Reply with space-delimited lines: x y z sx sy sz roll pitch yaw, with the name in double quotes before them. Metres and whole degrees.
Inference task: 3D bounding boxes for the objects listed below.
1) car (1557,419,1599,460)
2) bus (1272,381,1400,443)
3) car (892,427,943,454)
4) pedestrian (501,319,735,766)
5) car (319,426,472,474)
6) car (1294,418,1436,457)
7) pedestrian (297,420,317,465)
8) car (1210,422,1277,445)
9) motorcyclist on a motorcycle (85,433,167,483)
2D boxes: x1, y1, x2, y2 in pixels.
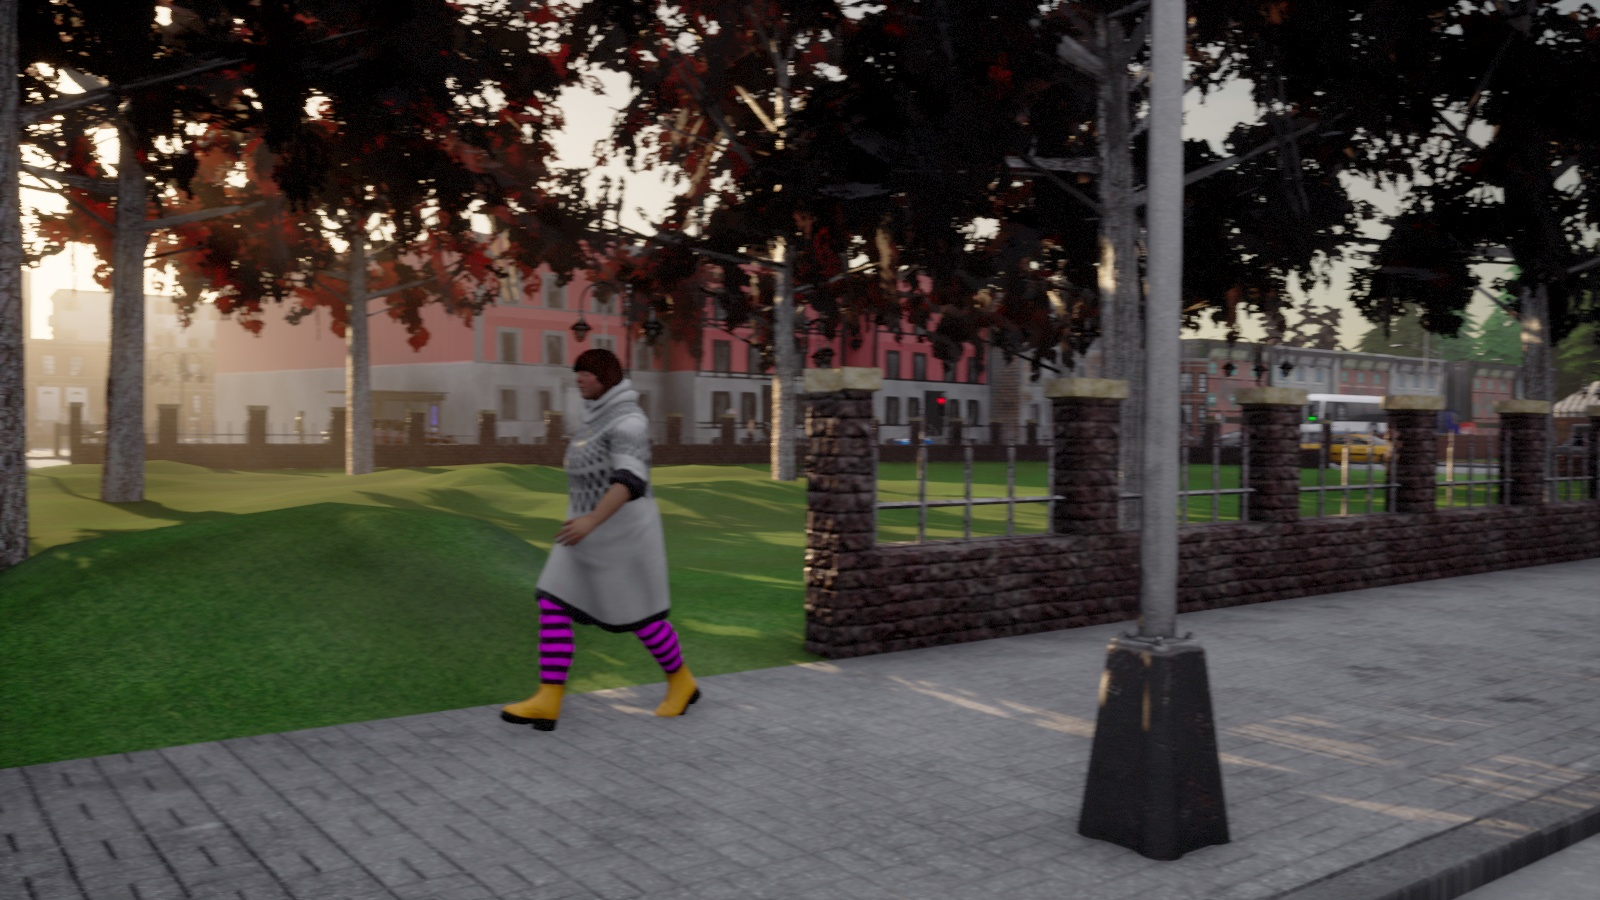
"car" 30.381 -0.387 46.461 1.845 1.501 3.633 -1 1 -39
"bus" 39.034 -2.742 91.270 10.273 4.253 3.944 -1 1 -37
"car" 6.203 -0.513 66.253 2.207 1.376 1.481 -1 1 -33
"pedestrian" -0.867 0.396 5.996 0.873 1.952 0.659 -1 1 -37
"car" -14.656 -0.038 45.647 4.856 1.649 2.033 -1 1 -37
"car" 24.385 -0.562 54.348 1.801 1.575 5.366 -1 1 -39
"pedestrian" -20.259 -0.325 51.566 0.709 1.840 0.431 -1 1 -24
"car" 29.801 -1.138 84.316 4.892 1.490 1.837 -1 1 -37
"motorcyclist on a motorcycle" -21.655 0.236 40.350 2.191 1.530 0.866 -1 1 -37
